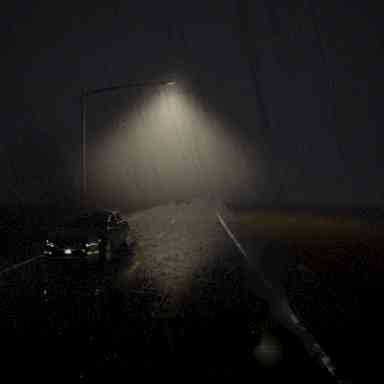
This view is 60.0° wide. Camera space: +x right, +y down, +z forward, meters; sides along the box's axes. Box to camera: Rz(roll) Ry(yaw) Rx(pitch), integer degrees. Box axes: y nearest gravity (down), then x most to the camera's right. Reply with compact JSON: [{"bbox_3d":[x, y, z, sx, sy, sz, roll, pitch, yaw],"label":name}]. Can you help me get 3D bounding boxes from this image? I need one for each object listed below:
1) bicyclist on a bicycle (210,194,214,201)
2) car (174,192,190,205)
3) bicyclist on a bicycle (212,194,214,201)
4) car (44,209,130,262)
[{"bbox_3d":[4.046,1.251,68.395,0.582,1.620,1.656,0,0,5],"label":"bicyclist on a bicycle"},{"bbox_3d":[-1.590,1.016,54.348,2.150,2.045,5.566,0,0,4],"label":"car"},{"bbox_3d":[4.886,1.261,77.327,0.582,1.620,1.656,0,-1,6],"label":"bicyclist on a bicycle"},{"bbox_3d":[-3.468,1.430,11.845,1.837,1.490,4.892,0,0,1],"label":"car"}]
